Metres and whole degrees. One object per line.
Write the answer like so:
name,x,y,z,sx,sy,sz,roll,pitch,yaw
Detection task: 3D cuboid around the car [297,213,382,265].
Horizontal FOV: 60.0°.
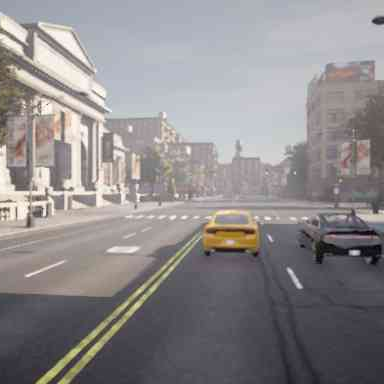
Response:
car,4.924,1.477,11.673,2.128,1.511,4.902,0,0,9

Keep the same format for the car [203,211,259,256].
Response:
car,1.610,1.462,13.108,1.882,1.535,5.008,0,0,9
